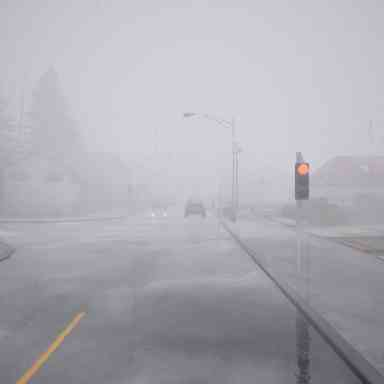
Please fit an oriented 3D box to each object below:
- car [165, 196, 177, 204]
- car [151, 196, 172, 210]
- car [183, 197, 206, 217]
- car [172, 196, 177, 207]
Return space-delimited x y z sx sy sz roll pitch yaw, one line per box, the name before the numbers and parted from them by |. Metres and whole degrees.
car | -3.869 1.477 62.378 1.882 1.535 5.008 0 0 1
car | -3.971 1.505 42.263 1.837 1.490 4.892 0 0 0
car | 0.246 1.491 31.323 2.128 1.511 4.902 0 0 0
car | -3.934 1.352 52.306 2.097 1.767 4.553 0 0 0
